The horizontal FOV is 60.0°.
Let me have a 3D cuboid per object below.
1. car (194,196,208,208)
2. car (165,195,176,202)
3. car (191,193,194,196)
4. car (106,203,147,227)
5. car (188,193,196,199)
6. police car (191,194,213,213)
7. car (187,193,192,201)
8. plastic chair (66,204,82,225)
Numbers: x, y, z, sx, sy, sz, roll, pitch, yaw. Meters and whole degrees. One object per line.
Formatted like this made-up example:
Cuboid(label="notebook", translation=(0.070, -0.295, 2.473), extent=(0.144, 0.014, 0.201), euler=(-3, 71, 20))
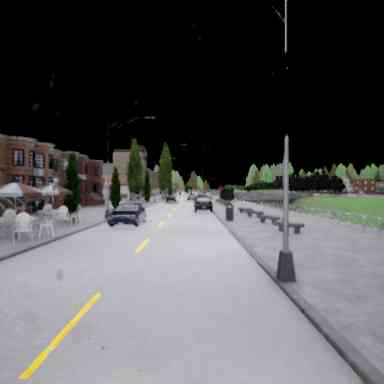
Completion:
Cuboid(label="car", translation=(1.204, 1.300, 44.974), extent=(1.812, 1.442, 4.674), euler=(0, 0, 0))
Cuboid(label="car", translation=(-4.018, 1.282, 63.340), extent=(1.895, 1.301, 4.718), euler=(0, 0, 1))
Cuboid(label="car", translation=(1.204, 1.249, 50.974), extent=(1.837, 1.490, 4.892), euler=(0, 0, 0))
Cuboid(label="car", translation=(-4.099, 1.437, 21.854), extent=(2.033, 1.411, 5.357), euler=(0, 0, 0))
Cuboid(label="car", translation=(0.007, 0.989, 83.183), extent=(2.033, 1.411, 5.357), euler=(0, 0, 0))
Cuboid(label="police car", translation=(1.186, 1.248, 35.087), extent=(1.930, 1.638, 5.238), euler=(0, 0, 0))
Cuboid(label="car", translation=(0.007, 1.181, 68.484), extent=(1.994, 1.385, 4.181), euler=(0, 0, 0))
Cuboid(label="plastic chair", translation=(-7.444, 1.400, 21.002), extent=(0.730, 1.271, 0.750), euler=(0, 0, -40))
